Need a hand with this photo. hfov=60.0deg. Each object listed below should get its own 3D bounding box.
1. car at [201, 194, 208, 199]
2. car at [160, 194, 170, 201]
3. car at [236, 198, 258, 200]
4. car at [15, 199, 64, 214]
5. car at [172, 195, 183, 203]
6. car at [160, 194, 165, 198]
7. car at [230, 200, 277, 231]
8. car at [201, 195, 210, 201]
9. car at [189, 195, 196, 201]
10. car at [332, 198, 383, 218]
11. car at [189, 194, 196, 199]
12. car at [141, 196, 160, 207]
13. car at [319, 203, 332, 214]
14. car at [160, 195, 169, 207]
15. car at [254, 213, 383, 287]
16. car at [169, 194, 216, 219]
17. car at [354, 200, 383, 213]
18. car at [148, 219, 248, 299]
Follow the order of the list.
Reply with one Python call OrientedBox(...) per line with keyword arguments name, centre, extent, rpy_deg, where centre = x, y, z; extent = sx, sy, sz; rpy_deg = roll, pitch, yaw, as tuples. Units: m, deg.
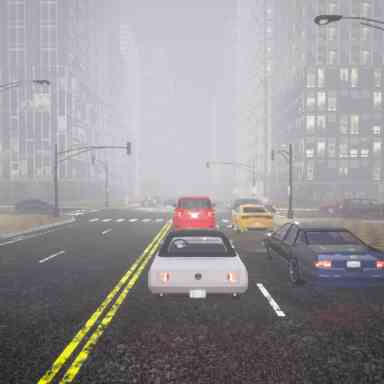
OrientedBox(name="car", centre=(3.344, 1.265, 92.036), extent=(1.812, 1.442, 4.674), rpy_deg=(0, 0, 0))
OrientedBox(name="car", centre=(-6.418, 1.282, 80.673), extent=(2.097, 1.767, 4.553), rpy_deg=(0, 0, 0))
OrientedBox(name="car", centre=(6.163, 1.425, 33.575), extent=(4.553, 1.767, 2.097), rpy_deg=(0, 1, 1))
OrientedBox(name="car", centre=(-15.558, 1.404, 33.948), extent=(4.674, 1.442, 1.812), rpy_deg=(1, 1, 1))
OrientedBox(name="car", centre=(-3.177, 1.465, 71.581), extent=(2.128, 1.511, 4.902), rpy_deg=(0, 0, 0))
OrientedBox(name="car", centre=(-6.492, 1.431, 60.473), extent=(1.882, 1.535, 5.008), rpy_deg=(0, 0, -1))
OrientedBox(name="car", centre=(3.374, 1.468, 19.230), extent=(1.882, 1.535, 5.008), rpy_deg=(0, 0, 1))
OrientedBox(name="car", centre=(3.334, 1.457, 81.619), extent=(2.033, 1.411, 5.357), rpy_deg=(0, 0, 0))
OrientedBox(name="car", centre=(0.084, 1.442, 82.038), extent=(1.812, 1.442, 4.674), rpy_deg=(0, 0, 0))
OrientedBox(name="car", centre=(16.233, 1.518, 30.816), extent=(5.009, 1.841, 2.192), rpy_deg=(1, 0, 1))
OrientedBox(name="car", centre=(0.094, 1.265, 92.040), extent=(1.812, 1.442, 4.674), rpy_deg=(0, 0, 0))
OrientedBox(name="car", centre=(-6.543, 1.456, 50.799), extent=(2.128, 1.511, 4.902), rpy_deg=(0, 0, 0))
OrientedBox(name="car", centre=(16.558, 1.590, 36.596), extent=(5.008, 1.535, 1.882), rpy_deg=(1, 1, 1))
OrientedBox(name="car", centre=(-3.287, 1.528, 51.233), extent=(1.994, 1.385, 4.181), rpy_deg=(0, 0, 0))
OrientedBox(name="car", centre=(3.365, 1.543, 9.411), extent=(2.033, 1.411, 5.357), rpy_deg=(0, 0, 0))
OrientedBox(name="car", centre=(0.119, 1.212, 18.143), extent=(2.150, 2.045, 5.566), rpy_deg=(0, 0, 0))
OrientedBox(name="car", centre=(21.850, 1.642, 39.097), extent=(4.829, 1.417, 1.752), rpy_deg=(1, 0, 1))
OrientedBox(name="car", centre=(0.110, 1.597, 8.384), extent=(1.895, 1.301, 4.718), rpy_deg=(0, 0, 0))
